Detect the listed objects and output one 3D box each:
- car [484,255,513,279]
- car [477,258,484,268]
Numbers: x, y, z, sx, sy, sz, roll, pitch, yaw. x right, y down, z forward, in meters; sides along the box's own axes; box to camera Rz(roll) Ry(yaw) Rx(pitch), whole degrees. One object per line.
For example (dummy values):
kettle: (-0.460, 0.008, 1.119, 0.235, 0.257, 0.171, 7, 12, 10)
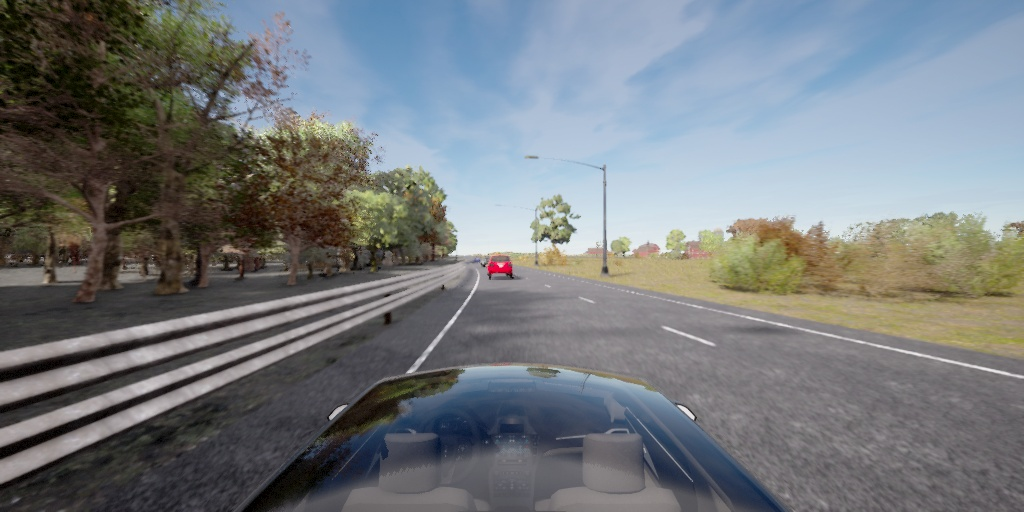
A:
car: (-1.139, 0.920, 32.466, 2.150, 2.045, 5.566, 0, 0, -5)
car: (-4.263, 1.231, 59.038, 1.895, 1.301, 4.718, 0, 0, -8)
